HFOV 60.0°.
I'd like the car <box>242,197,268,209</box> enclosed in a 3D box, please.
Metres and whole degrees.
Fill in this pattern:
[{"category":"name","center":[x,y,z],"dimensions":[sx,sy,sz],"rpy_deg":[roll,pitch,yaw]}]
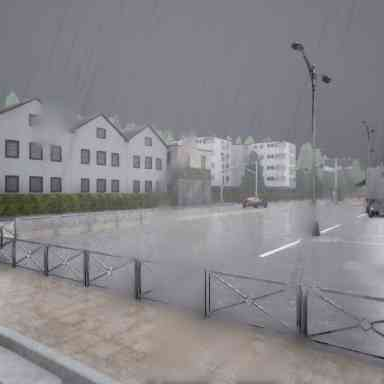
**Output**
[{"category":"car","center":[8.104,1.334,42.799],"dimensions":[1.812,1.442,4.674],"rpy_deg":[0,0,36]}]

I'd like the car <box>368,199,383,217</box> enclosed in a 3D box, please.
[{"category":"car","center":[15.488,1.298,26.767],"dimensions":[2.007,1.523,4.514],"rpy_deg":[0,0,35]}]
